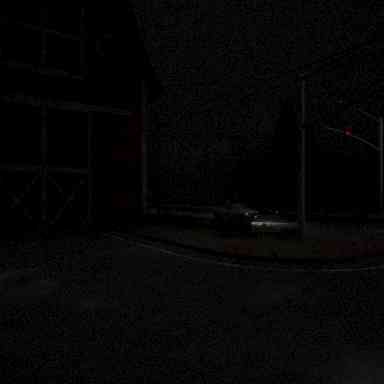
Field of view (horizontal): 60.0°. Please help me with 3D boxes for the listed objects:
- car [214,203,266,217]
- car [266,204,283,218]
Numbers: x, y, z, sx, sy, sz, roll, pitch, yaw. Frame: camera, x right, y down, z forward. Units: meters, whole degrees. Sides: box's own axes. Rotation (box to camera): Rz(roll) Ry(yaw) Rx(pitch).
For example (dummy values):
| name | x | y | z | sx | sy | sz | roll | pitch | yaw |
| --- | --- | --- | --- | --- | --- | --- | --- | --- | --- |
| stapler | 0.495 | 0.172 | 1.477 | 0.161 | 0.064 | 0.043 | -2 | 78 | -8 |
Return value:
| name | x | y | z | sx | sy | sz | roll | pitch | yaw |
| --- | --- | --- | --- | --- | --- | --- | --- | --- | --- |
| car | 3.690 | 1.709 | 28.122 | 1.812 | 1.442 | 4.674 | 0 | 0 | -35 |
| car | 6.309 | 1.758 | 30.794 | 1.994 | 1.385 | 4.181 | 0 | 0 | -34 |
